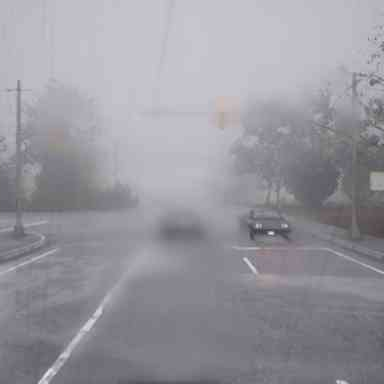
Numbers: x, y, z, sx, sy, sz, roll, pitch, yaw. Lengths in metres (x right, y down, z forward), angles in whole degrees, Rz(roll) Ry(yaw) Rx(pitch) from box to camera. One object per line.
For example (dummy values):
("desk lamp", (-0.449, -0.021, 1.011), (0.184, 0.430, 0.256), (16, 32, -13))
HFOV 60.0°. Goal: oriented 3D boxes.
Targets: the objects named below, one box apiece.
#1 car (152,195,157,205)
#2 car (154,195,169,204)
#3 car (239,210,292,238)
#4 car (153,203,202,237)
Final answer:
("car", (-6.969, 1.646, 68.930), (2.150, 2.045, 5.566), (0, -1, -13))
("car", (-4.474, 1.644, 52.459), (2.033, 1.411, 5.357), (0, -1, -5))
("car", (3.624, 1.569, 17.323), (1.895, 1.301, 4.718), (0, 0, 0))
("car", (-0.792, 1.531, 18.106), (1.994, 1.385, 4.181), (0, 0, -12))
